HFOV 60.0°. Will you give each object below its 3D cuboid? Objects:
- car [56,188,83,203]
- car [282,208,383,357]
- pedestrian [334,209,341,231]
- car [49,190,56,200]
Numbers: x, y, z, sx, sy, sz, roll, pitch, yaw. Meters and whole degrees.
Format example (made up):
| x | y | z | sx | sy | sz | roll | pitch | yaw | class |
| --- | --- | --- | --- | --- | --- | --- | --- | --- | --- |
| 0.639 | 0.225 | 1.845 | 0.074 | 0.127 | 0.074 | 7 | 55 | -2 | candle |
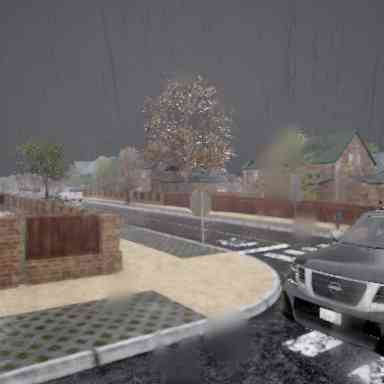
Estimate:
| x | y | z | sx | sy | sz | roll | pitch | yaw | class |
| --- | --- | --- | --- | --- | --- | --- | --- | --- | --- |
| -17.158 | 0.396 | 47.085 | 2.150 | 2.045 | 5.566 | -1 | 2 | -35 | car |
| 4.063 | 1.314 | 5.946 | 5.566 | 2.045 | 2.150 | 1 | -1 | -35 | car |
| 7.333 | 1.426 | 16.692 | 0.500 | 1.100 | 0.500 | 1 | 0 | -35 | pedestrian |
| -22.987 | 0.478 | 55.519 | 2.128 | 1.511 | 4.902 | -1 | 1 | -33 | car |
